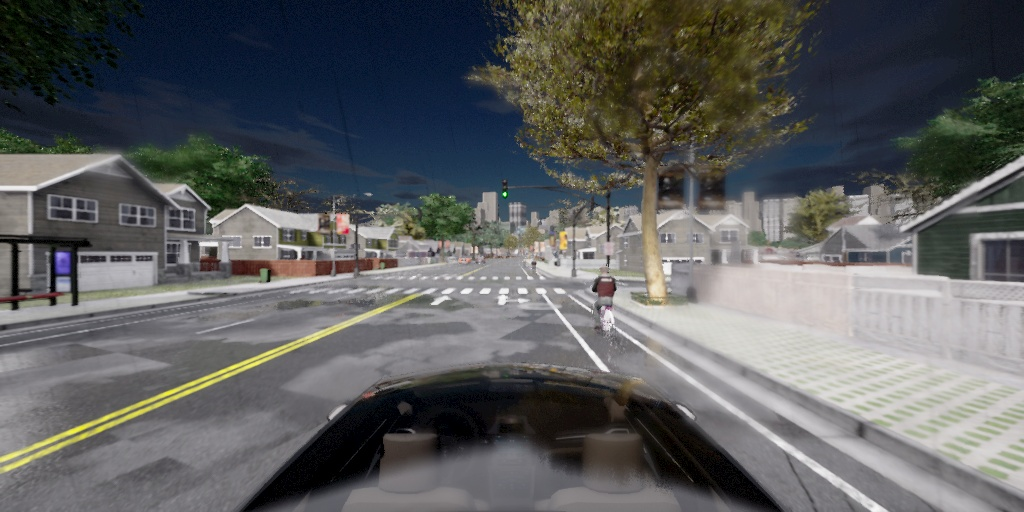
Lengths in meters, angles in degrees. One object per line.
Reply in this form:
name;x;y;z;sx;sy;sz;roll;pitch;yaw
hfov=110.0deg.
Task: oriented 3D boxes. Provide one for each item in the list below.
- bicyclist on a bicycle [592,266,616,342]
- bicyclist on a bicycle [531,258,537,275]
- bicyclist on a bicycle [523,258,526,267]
bicyclist on a bicycle;2.249;1.122;8.912;0.659;1.776;1.843;0;0;0
bicyclist on a bicycle;2.255;1.111;36.904;0.659;1.776;1.843;0;0;0
bicyclist on a bicycle;2.270;1.146;64.100;0.866;1.612;1.509;0;0;0
